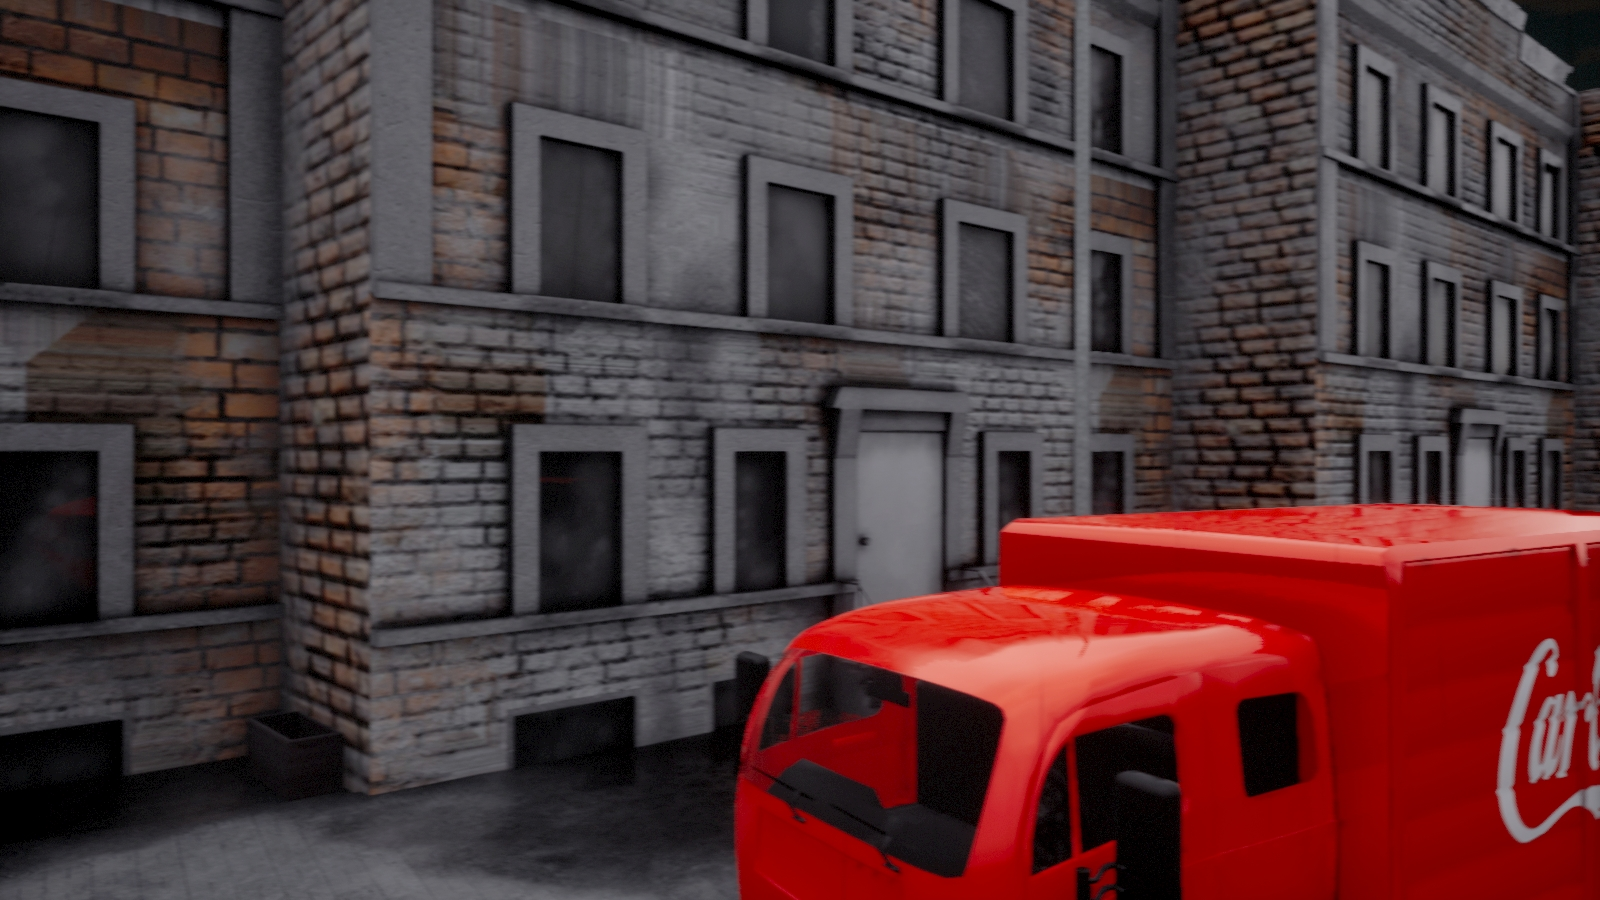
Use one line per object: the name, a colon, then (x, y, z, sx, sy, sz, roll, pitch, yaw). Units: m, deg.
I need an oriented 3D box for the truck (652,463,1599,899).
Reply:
truck: (2.245, 1.341, 5.391, 5.204, 2.467, 2.627, -1, 0, -32)
